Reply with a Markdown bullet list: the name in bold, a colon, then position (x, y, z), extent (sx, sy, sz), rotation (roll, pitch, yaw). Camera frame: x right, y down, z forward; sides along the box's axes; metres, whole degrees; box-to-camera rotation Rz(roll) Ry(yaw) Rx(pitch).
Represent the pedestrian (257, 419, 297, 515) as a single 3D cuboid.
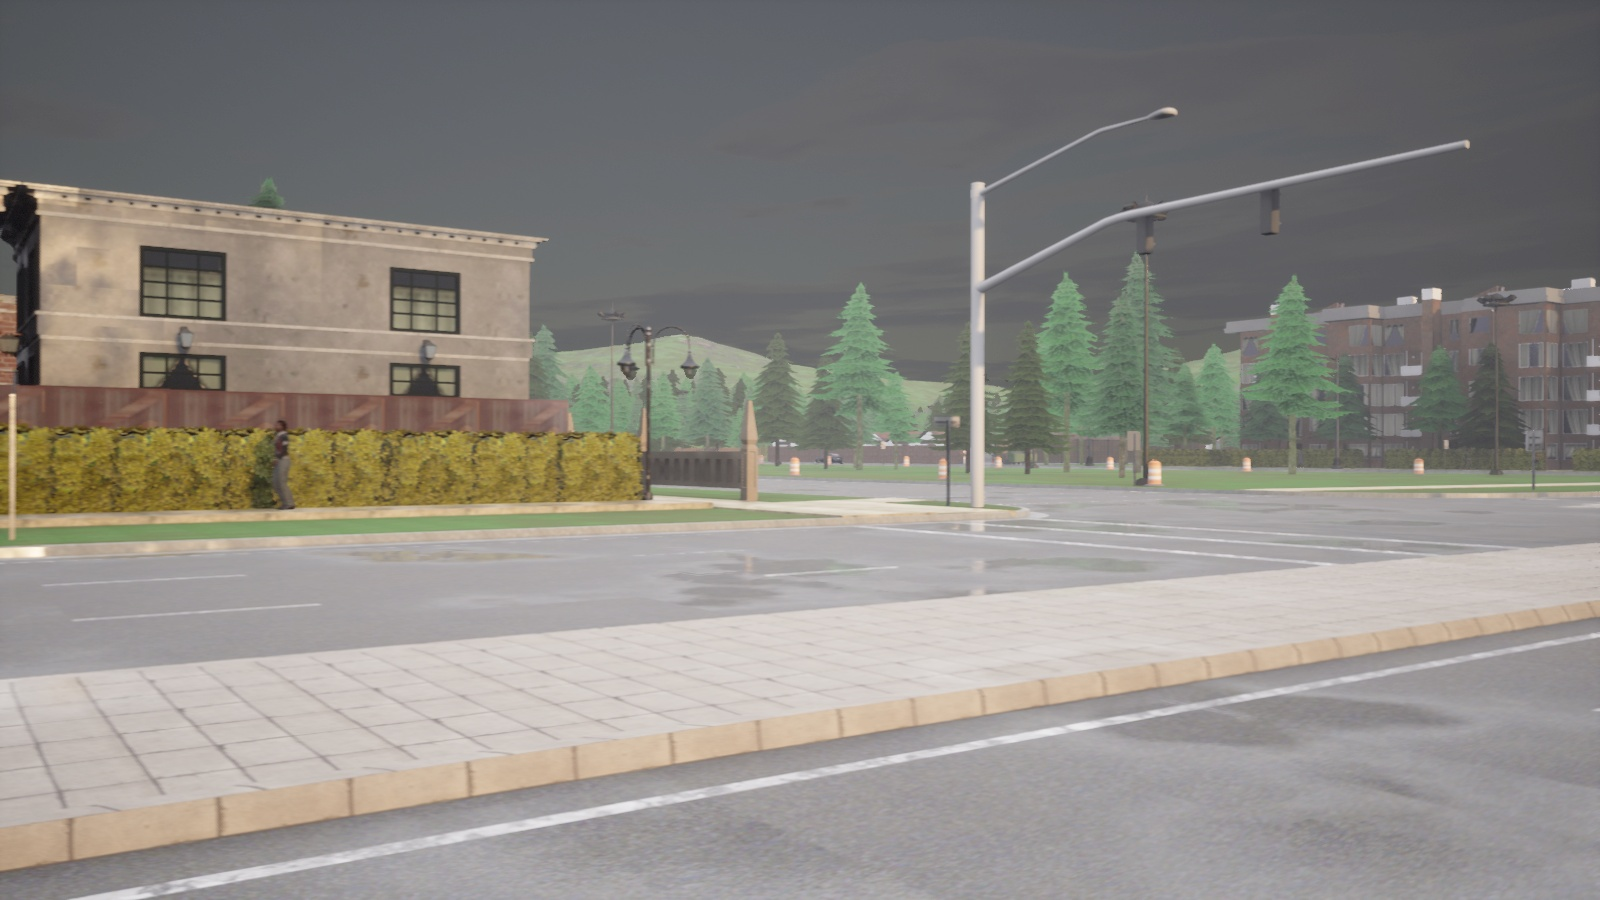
- **pedestrian**: position (-10.561, 0.338, 25.364), extent (0.666, 1.930, 0.402), rotation (0, 0, -35)
